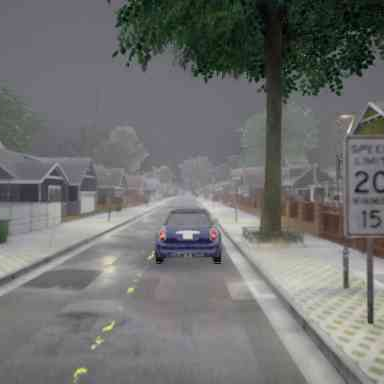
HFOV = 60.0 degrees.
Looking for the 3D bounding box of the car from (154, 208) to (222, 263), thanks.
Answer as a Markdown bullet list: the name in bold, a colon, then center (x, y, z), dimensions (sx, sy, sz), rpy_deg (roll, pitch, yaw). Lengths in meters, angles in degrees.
- **car**: center (-0.105, 1.357, 12.123), dimensions (2.097, 1.767, 4.553), rpy_deg (0, 0, 0)
